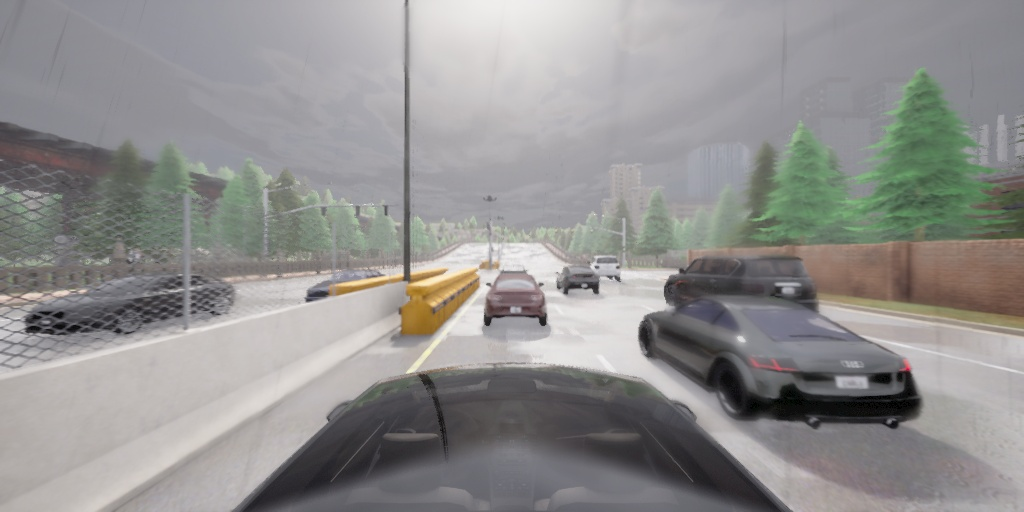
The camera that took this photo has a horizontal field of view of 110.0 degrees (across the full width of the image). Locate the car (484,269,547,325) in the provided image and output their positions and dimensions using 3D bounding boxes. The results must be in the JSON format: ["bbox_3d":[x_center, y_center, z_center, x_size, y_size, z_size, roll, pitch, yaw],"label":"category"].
[{"bbox_3d":[0.101,1.288,11.748,1.812,1.442,4.674,0,-1,0],"label":"car"}]

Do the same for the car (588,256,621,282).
[{"bbox_3d":[7.545,1.003,29.582,2.150,2.045,5.566,0,0,8],"label":"car"}]

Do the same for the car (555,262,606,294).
[{"bbox_3d":[3.599,1.273,20.239,1.837,1.490,4.892,0,-1,0],"label":"car"}]

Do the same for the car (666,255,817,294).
[{"bbox_3d":[7.102,0.984,11.894,2.150,2.045,5.566,0,0,0],"label":"car"}]

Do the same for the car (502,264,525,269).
[{"bbox_3d":[0.100,1.264,22.938,2.128,1.511,4.902,0,0,0],"label":"car"}]

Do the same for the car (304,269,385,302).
[{"bbox_3d":[-7.045,1.312,16.271,2.033,1.411,5.357,0,0,1],"label":"car"}]

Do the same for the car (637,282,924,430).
[{"bbox_3d":[3.600,1.318,5.804,1.994,1.385,4.181,0,0,0],"label":"car"}]

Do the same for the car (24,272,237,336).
[{"bbox_3d":[-10.580,1.263,10.569,1.837,1.490,4.892,0,0,0],"label":"car"}]
